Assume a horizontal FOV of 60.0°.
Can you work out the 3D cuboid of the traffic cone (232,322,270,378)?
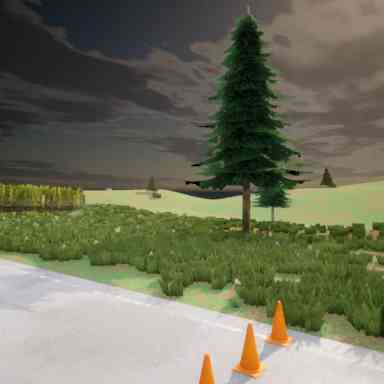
[{"bbox_3d":[0.739,1.955,4.235,0.340,0.580,0.340,0,0,36],"label":"traffic cone"}]

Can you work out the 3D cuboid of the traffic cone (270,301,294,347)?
[{"bbox_3d":[1.324,1.955,5.047,0.340,0.580,0.340,0,0,36],"label":"traffic cone"}]

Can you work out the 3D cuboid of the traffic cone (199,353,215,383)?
[{"bbox_3d":[0.154,1.955,3.424,0.340,0.580,0.340,0,0,36],"label":"traffic cone"}]
